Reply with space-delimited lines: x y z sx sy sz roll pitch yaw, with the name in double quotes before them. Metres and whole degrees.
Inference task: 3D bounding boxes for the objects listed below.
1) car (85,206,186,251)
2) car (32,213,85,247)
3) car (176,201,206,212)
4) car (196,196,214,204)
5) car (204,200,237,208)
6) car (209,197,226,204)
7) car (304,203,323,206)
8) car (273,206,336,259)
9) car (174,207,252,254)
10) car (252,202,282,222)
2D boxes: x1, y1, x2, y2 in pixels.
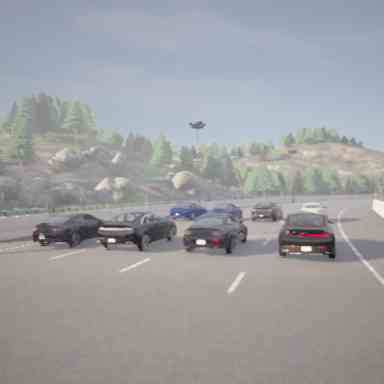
"car" -2.262 1.629 14.957 2.128 1.511 4.902 -1 0 19
"car" -5.541 1.725 16.175 1.812 1.442 4.674 -1 0 19
"car" -0.242 1.676 29.873 1.882 1.535 5.008 -1 0 24
"car" 3.088 1.808 78.207 2.097 1.767 4.553 -1 0 35
"car" 2.942 1.661 28.421 1.812 1.442 4.674 -1 0 24
"car" 5.849 1.917 76.048 1.812 1.442 4.674 -1 0 35
"car" 9.367 1.534 25.647 1.812 1.442 4.674 -1 0 24
"car" 4.364 1.516 12.701 1.837 1.490 4.892 -1 0 19
"car" 1.079 1.598 13.901 1.812 1.442 4.674 -1 0 19
"car" 6.115 1.564 26.950 2.128 1.511 4.902 -1 0 24
